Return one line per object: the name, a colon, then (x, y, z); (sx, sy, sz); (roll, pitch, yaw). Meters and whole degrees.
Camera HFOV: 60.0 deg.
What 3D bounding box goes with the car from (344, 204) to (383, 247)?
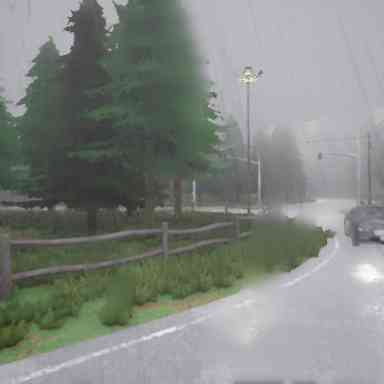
car: (7.594, 1.351, 13.998); (2.128, 1.511, 4.902); (0, 0, 19)
